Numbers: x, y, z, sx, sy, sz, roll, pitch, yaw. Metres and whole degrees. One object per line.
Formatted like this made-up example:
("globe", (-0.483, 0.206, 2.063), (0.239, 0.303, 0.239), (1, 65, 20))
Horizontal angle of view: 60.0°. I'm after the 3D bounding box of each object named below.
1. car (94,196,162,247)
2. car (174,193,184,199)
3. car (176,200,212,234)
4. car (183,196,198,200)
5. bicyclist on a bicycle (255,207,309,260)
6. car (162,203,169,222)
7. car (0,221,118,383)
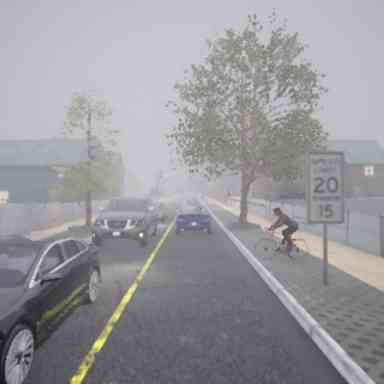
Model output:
("car", (-2.854, 1.211, 15.299), (2.150, 2.045, 5.566), (0, 0, 0))
("car", (-2.767, 1.022, 73.164), (1.837, 1.490, 4.892), (0, 0, 0))
("car", (0.098, 1.461, 19.286), (1.882, 1.535, 5.008), (0, 0, 0))
("car", (0.091, 1.506, 40.021), (2.033, 1.411, 5.357), (0, 0, 0))
("bicyclist on a bicycle", (2.745, 1.291, 10.147), (1.656, 1.620, 0.582), (1, 0, 0))
("car", (-2.842, 1.525, 25.980), (2.033, 1.411, 5.357), (0, 0, 1))
("car", (-2.850, 1.490, 5.278), (2.128, 1.511, 4.902), (0, 0, 0))
